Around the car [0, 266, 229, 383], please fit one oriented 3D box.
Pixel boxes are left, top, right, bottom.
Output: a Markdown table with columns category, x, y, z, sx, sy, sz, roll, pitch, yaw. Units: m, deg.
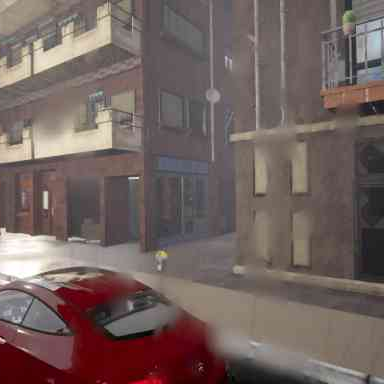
| category | x | y | z | sx | sy | sz | roll | pitch | yaw |
| --- | --- | --- | --- | --- | --- | --- | --- | --- | --- |
| car | -1.581 | 1.583 | 3.979 | 4.206 | 1.307 | 1.802 | 0 | -1 | 36 |
